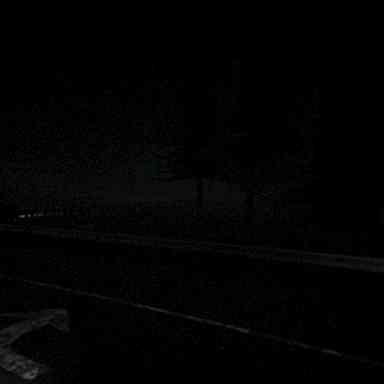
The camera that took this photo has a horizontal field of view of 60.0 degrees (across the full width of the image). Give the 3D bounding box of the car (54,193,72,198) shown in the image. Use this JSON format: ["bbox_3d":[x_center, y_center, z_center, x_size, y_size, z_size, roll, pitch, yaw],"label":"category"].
[{"bbox_3d":[-31.305,1.447,81.758,1.882,1.535,5.008,0,0,2],"label":"car"}]

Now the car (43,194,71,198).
[{"bbox_3d":[-26.553,1.531,65.547,1.994,1.385,4.181,0,0,18],"label":"car"}]

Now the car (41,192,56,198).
[{"bbox_3d":[-34.811,1.114,81.396,2.150,2.045,5.566,0,0,2],"label":"car"}]

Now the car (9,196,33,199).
[{"bbox_3d":[-33.562,1.491,66.476,1.837,1.490,4.892,0,0,18],"label":"car"}]

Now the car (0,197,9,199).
[{"bbox_3d":[-31.507,1.508,51.371,1.837,1.490,4.892,0,0,21],"label":"car"}]

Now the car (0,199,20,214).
[{"bbox_3d":[-17.121,1.564,28.896,1.994,1.385,4.181,0,0,19],"label":"car"}]

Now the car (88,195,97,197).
[{"bbox_3d":[-24.319,1.456,80.896,1.837,1.490,4.892,0,0,2],"label":"car"}]

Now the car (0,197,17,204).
[{"bbox_3d":[-37.331,1.594,66.020,1.895,1.301,4.718,0,0,18],"label":"car"}]
